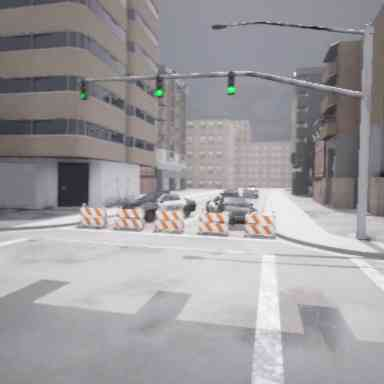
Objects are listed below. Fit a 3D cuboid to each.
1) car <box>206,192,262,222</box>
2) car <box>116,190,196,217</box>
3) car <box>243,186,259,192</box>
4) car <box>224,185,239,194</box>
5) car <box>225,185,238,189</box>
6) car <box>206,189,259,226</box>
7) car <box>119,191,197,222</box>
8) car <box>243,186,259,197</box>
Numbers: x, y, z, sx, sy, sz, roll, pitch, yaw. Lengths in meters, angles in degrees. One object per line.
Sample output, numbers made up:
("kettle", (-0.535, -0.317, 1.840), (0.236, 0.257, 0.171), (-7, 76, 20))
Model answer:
("car", (2.056, 0.696, 17.671), (1.853, 1.218, 4.536), (1, 2, -7))
("car", (-1.887, 0.576, 18.901), (1.853, 1.218, 4.536), (3, 3, 38))
("car", (7.737, 0.048, 43.598), (2.038, 1.542, 4.974), (2, 2, 13))
("car", (6.345, -0.459, 52.715), (1.853, 1.218, 4.536), (2, 2, 13))
("car", (6.330, -0.300, 52.670), (2.038, 1.542, 4.974), (2, 2, 13))
("car", (2.060, 0.856, 17.625), (2.038, 1.542, 4.974), (1, 2, -7))
("car", (-1.922, 0.734, 18.865), (2.038, 1.542, 4.974), (3, 3, 38))
("car", (7.752, -0.111, 43.644), (1.853, 1.218, 4.536), (2, 2, 13))
